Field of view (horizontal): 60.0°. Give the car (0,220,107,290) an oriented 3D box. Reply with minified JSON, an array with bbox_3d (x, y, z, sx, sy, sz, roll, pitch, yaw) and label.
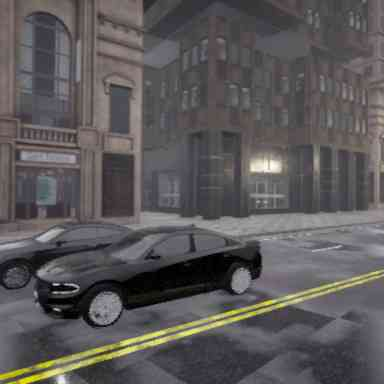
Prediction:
[{"bbox_3d":[-3.302,1.549,9.275,4.674,1.442,1.812,0,0,-35],"label":"car"}]

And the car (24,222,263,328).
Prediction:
[{"bbox_3d":[-0.647,1.495,7.184,5.008,1.535,1.882,0,0,-35],"label":"car"}]
